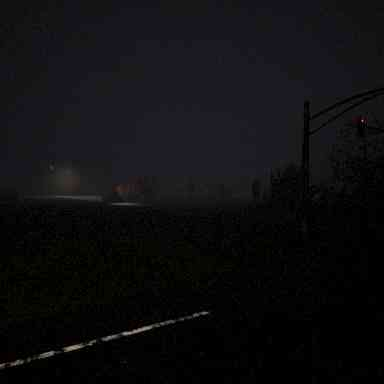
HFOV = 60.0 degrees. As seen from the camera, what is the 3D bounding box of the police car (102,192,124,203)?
[{"bbox_3d":[-11.806,0.821,49.790,2.038,1.542,4.974,1,0,-32],"label":"police car"}]
